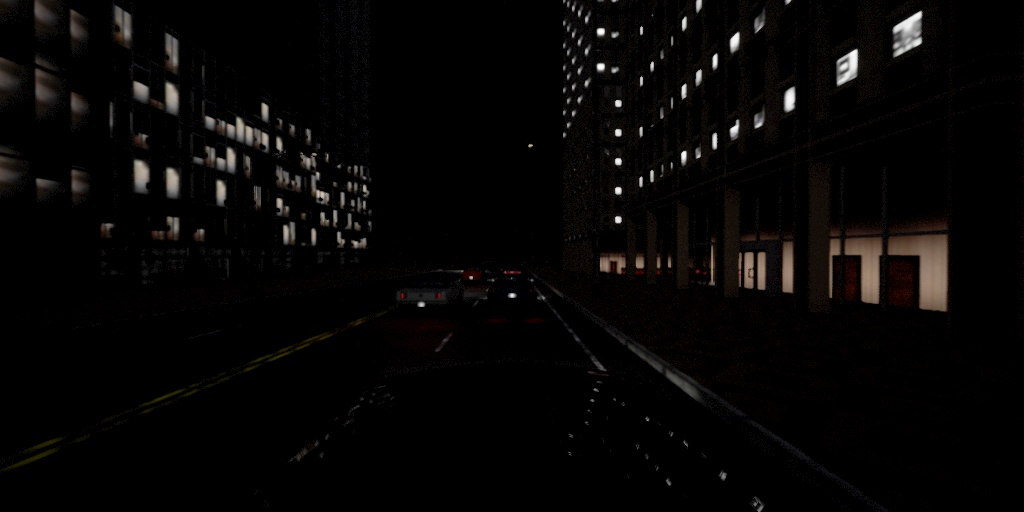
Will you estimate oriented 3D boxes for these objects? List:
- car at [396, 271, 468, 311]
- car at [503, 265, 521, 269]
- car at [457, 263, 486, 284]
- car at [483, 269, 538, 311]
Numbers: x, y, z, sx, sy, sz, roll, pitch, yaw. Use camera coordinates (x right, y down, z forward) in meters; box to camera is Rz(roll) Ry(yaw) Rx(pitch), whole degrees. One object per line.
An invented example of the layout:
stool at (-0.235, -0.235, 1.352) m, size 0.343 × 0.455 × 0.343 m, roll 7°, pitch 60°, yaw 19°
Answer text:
car at (-3.233, 1.481, 15.078) m, size 1.895 × 1.301 × 4.718 m, roll 0°, pitch -1°, yaw 0°
car at (0.021, 1.517, 30.355) m, size 2.128 × 1.511 × 4.902 m, roll 0°, pitch 0°, yaw 0°
car at (-3.225, 1.553, 30.741) m, size 1.812 × 1.442 × 4.674 m, roll 0°, pitch 0°, yaw 1°
car at (0.020, 1.446, 15.245) m, size 1.994 × 1.385 × 4.181 m, roll 0°, pitch 0°, yaw 0°
